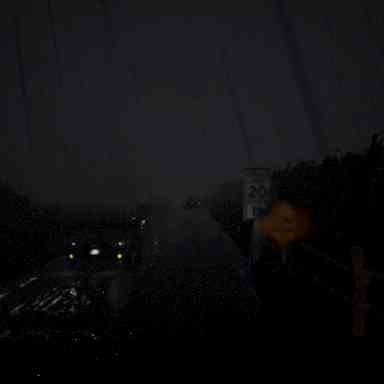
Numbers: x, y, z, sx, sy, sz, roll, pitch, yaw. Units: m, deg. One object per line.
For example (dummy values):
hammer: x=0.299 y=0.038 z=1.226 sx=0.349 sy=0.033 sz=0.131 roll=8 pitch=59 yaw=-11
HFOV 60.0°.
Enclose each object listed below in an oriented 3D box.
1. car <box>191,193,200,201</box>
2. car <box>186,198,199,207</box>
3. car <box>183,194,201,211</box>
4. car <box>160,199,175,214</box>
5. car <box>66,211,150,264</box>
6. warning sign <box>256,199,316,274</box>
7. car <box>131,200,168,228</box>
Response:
car: x=0.934 y=1.244 z=83.812 sx=2.097 sy=1.767 sz=4.553 roll=0 pitch=0 yaw=1
car: x=0.020 y=1.569 z=51.336 sx=1.895 sy=1.301 sz=4.718 roll=0 pitch=0 yaw=0
car: x=0.016 y=1.336 z=41.259 sx=2.097 sy=1.767 sz=4.553 roll=0 pitch=0 yaw=0
car: x=-2.812 y=1.473 z=35.279 sx=1.882 sy=1.535 sz=5.008 roll=0 pitch=0 yaw=0
car: x=-2.849 y=1.571 z=11.756 sx=1.994 sy=1.385 sz=4.181 roll=0 pitch=0 yaw=0
warning sign: x=2.450 y=1.115 z=8.852 sx=1.300 sy=1.860 sz=1.060 roll=0 pitch=0 yaw=0
car: x=-2.841 y=1.511 z=22.089 sx=1.837 sy=1.490 sz=4.892 roll=0 pitch=0 yaw=0
